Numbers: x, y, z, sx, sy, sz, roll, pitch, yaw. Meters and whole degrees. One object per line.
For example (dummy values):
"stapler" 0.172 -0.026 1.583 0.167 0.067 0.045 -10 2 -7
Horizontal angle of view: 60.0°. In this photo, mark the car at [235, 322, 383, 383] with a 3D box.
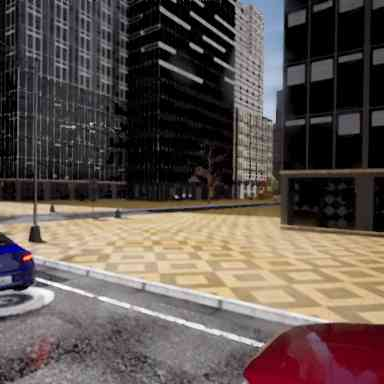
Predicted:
"car" 2.276 1.570 2.055 4.181 1.385 1.994 1 0 35

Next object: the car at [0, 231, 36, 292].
"car" -5.328 1.455 7.479 4.674 1.442 1.812 1 0 36
